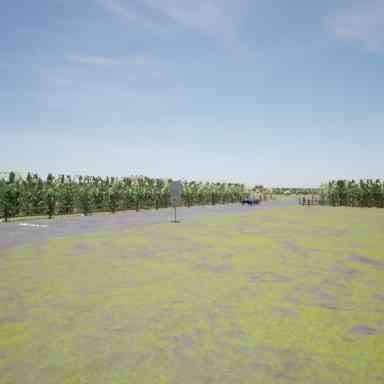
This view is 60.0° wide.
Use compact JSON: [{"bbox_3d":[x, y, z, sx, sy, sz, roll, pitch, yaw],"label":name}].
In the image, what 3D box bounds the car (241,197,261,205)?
[{"bbox_3d":[10.115,1.573,56.885,1.895,1.301,4.718,0,0,31],"label":"car"}]
